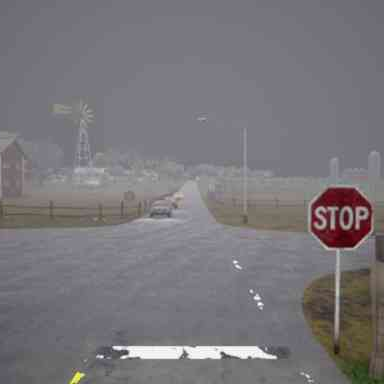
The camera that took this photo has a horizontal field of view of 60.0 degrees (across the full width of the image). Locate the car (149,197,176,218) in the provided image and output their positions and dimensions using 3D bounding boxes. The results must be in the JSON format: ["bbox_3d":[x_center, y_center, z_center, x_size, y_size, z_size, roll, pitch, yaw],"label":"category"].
[{"bbox_3d":[-2.777,1.504,30.812,1.837,1.490,4.892,0,0,0],"label":"car"}]

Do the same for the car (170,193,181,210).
[{"bbox_3d":[-2.751,1.343,41.898,1.882,1.535,5.008,0,2,0],"label":"car"}]

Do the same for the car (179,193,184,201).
[{"bbox_3d":[-2.611,0.858,64.099,1.882,1.535,5.008,0,1,1],"label":"car"}]
